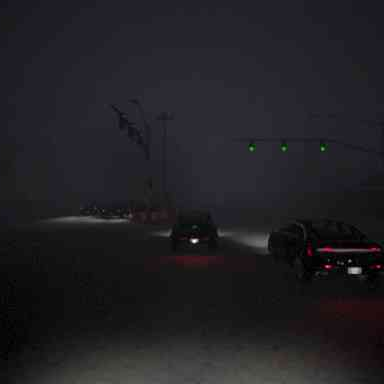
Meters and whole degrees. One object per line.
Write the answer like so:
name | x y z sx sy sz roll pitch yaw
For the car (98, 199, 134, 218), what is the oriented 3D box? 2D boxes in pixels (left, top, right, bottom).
car | -7.103 1.650 31.505 1.812 1.442 4.674 0 0 0

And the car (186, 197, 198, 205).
car | -0.005 1.742 63.768 2.128 1.511 4.902 0 0 0

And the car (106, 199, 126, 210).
car | -10.567 1.707 46.387 1.812 1.442 4.674 0 0 -1

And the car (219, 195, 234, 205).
car | 6.992 1.608 64.878 2.097 1.767 4.553 0 0 0

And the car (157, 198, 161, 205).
car | -7.008 1.852 64.106 1.895 1.301 4.718 0 0 0

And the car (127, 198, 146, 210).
car | -7.094 1.760 40.605 1.895 1.301 4.718 0 0 0

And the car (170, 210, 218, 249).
car | 0.098 1.564 14.750 1.837 1.490 4.892 0 0 0

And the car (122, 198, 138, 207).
car | -10.507 1.747 56.672 1.812 1.442 4.674 0 0 0

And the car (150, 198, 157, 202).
car | -7.036 1.747 50.975 2.033 1.411 5.357 0 0 1

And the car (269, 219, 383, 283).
car | 3.598 1.532 9.773 2.128 1.511 4.902 0 0 0

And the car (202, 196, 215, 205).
car | 3.492 1.613 66.342 2.097 1.767 4.553 0 0 0

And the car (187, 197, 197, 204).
car | -0.009 1.831 74.073 2.033 1.411 5.357 0 0 0

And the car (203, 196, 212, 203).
car | 3.492 1.801 76.622 1.837 1.490 4.892 0 0 1

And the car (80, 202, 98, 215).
car | -10.600 1.743 36.212 1.895 1.301 4.718 0 0 0
